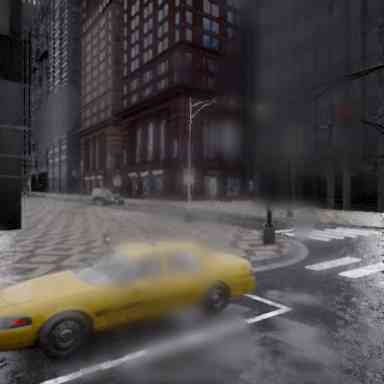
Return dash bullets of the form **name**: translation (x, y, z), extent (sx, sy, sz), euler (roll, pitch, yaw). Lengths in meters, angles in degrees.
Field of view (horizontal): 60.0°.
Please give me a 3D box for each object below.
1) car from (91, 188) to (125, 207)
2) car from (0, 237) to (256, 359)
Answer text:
- **car**: translation (-9.671, 0.611, 37.899), extent (2.150, 2.045, 5.566), euler (0, 1, -36)
- **car**: translation (-0.981, 1.533, 5.949), extent (4.829, 1.417, 1.752), euler (0, 0, -36)
